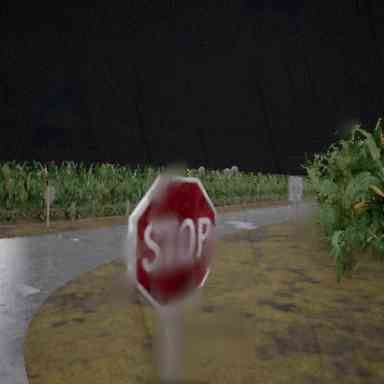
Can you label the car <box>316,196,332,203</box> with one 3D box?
[{"bbox_3d":[19.107,0.764,46.777,2.033,1.411,5.357,2,2,37],"label":"car"}]
